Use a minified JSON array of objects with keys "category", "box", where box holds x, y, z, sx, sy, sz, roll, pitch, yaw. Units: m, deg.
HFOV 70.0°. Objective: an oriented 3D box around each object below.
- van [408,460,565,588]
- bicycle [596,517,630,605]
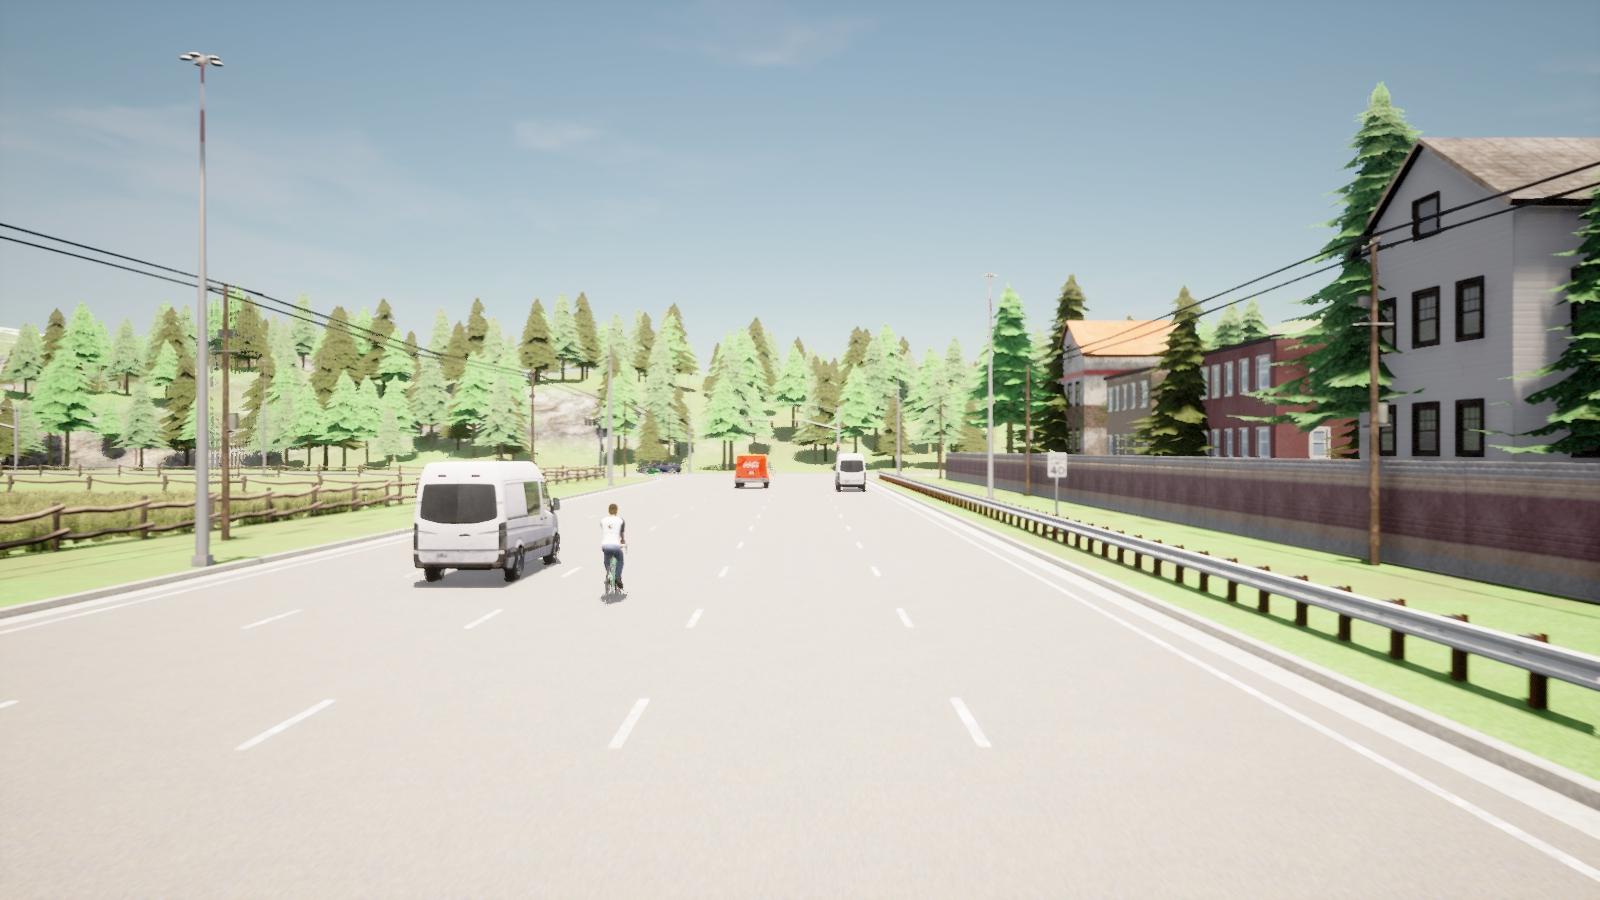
[{"category":"van","box":[-6.998,1.534,26.276,1.988,2.561,5.915,0,0,0]},{"category":"bicycle","box":[-3.501,2.056,21.504,0.373,1.496,1.643,0,0,0]}]
